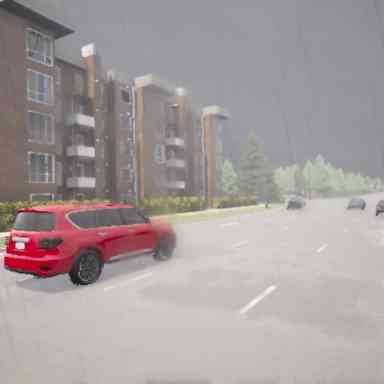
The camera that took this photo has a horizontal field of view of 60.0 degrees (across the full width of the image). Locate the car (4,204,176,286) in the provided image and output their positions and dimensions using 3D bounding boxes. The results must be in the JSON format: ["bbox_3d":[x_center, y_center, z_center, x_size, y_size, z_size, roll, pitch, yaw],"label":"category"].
[{"bbox_3d":[-2.723,1.369,10.288,2.150,2.045,5.566,-1,0,32],"label":"car"}]

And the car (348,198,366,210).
[{"bbox_3d":[21.238,1.501,42.868,2.033,1.411,5.357,-1,-1,31],"label":"car"}]

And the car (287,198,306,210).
[{"bbox_3d":[14.269,1.621,45.255,1.837,1.490,4.892,-1,0,29],"label":"car"}]

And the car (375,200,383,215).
[{"bbox_3d":[18.922,1.455,32.349,2.033,1.411,5.357,-1,-1,31],"label":"car"}]
